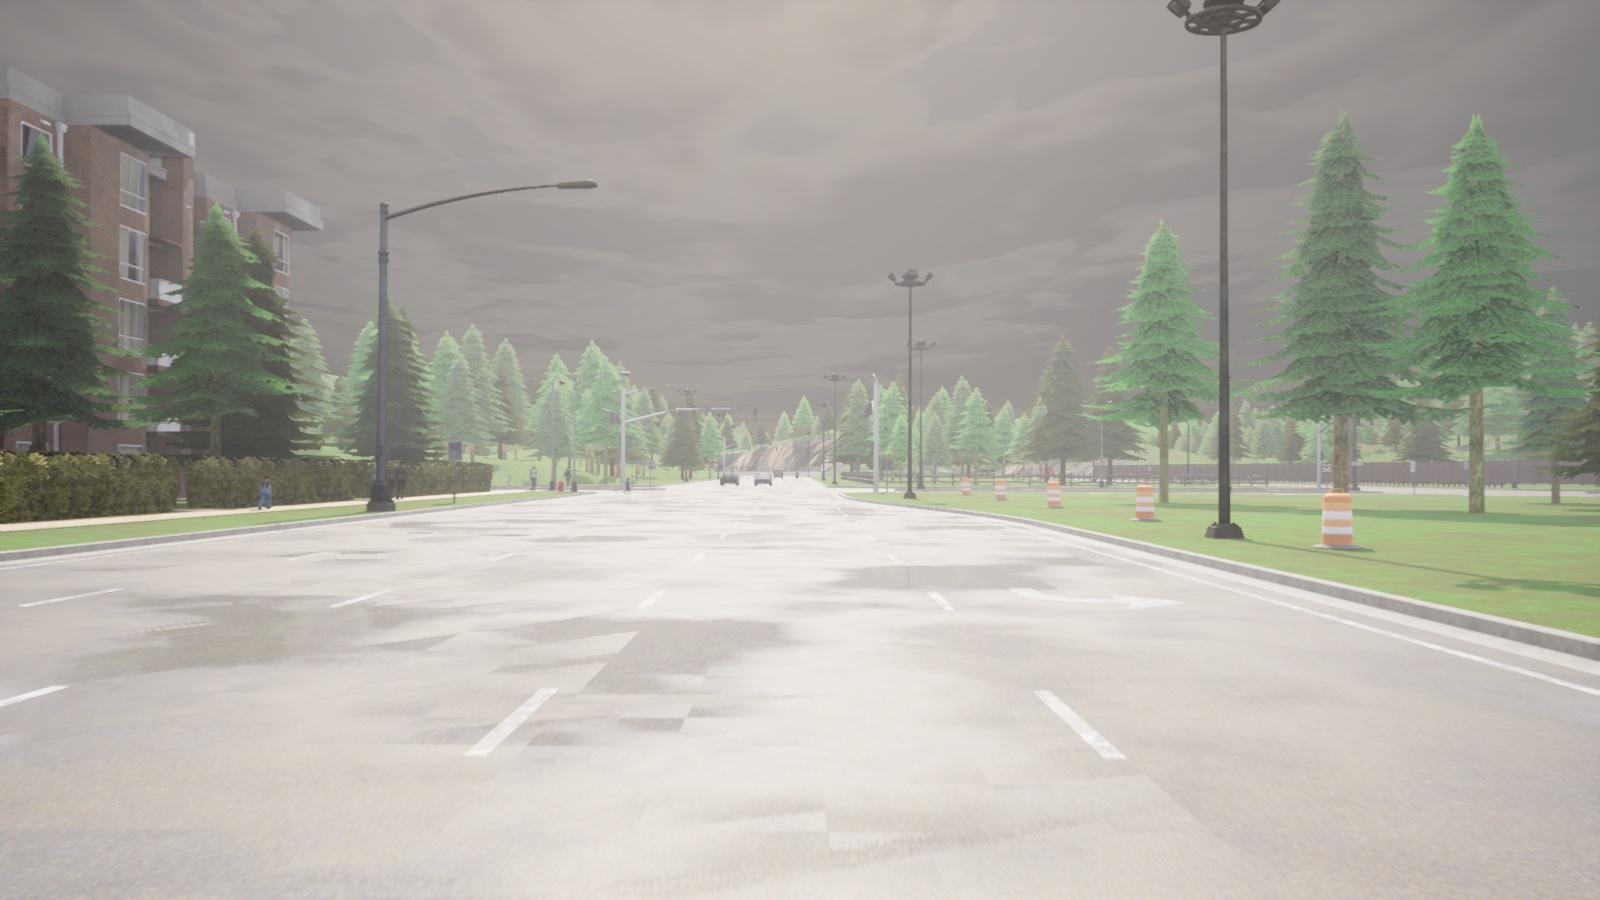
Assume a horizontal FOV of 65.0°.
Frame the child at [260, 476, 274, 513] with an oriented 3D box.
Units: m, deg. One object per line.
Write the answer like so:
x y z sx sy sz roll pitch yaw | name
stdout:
-18.114 1.510 42.677 0.270 1.263 0.437 0 -1 0 | child

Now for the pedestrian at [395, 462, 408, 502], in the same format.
-18.152 1.474 57.222 0.328 1.805 0.869 0 -1 0 | pedestrian

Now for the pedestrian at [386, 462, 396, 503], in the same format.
-18.747 1.482 57.579 0.331 1.846 0.634 0 -1 -5 | pedestrian
